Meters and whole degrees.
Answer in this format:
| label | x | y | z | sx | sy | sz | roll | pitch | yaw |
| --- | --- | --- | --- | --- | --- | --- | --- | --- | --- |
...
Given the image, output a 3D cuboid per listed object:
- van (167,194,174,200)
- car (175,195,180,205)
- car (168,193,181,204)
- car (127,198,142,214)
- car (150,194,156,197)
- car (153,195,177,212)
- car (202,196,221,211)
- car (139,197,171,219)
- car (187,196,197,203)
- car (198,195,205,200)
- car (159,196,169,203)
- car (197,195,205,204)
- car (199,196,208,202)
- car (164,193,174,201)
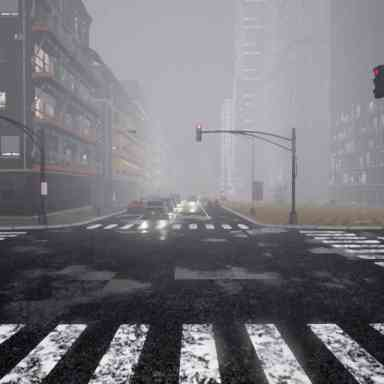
| label | x | y | z | sx | sy | sz | roll | pitch | yaw |
| --- | --- | --- | --- | --- | --- | --- | --- | --- | --- |
| van | -5.821 | 1.350 | 91.809 | 1.690 | 1.788 | 3.998 | -1 | 0 | 0 |
| car | -3.152 | 1.522 | 48.723 | 1.812 | 1.442 | 4.674 | 0 | 0 | 0 |
| car | -3.115 | 1.220 | 59.280 | 2.150 | 2.045 | 5.566 | 0 | 0 | 1 |
| car | -5.746 | 1.540 | 35.320 | 1.887 | 1.381 | 4.507 | -1 | 0 | 0 |
| car | -5.755 | 1.436 | 40.969 | 1.967 | 1.590 | 4.097 | -1 | 0 | 0 |
| car | -3.145 | 1.473 | 38.840 | 1.882 | 1.535 | 5.008 | 0 | 0 | 0 |
| car | 2.594 | 1.540 | 41.038 | 1.887 | 1.381 | 4.507 | -1 | 0 | 0 |
| car | -3.136 | 1.501 | 29.293 | 1.837 | 1.490 | 4.892 | 0 | 0 | 0 |
| car | 0.012 | 1.479 | 69.752 | 1.882 | 1.535 | 5.008 | 0 | 0 | 0 |
| car | 2.528 | 1.534 | 92.049 | 1.752 | 1.417 | 4.829 | -1 | 0 | 0 |
| car | -5.789 | 1.583 | 69.215 | 1.802 | 1.307 | 4.206 | -1 | 0 | 0 |
| car | 2.565 | 1.551 | 63.633 | 2.008 | 1.369 | 4.403 | -1 | 0 | 0 |
| car | 2.551 | 1.548 | 74.931 | 1.887 | 1.381 | 4.507 | -1 | 0 | 0 |
| car | -5.815 | 1.322 | 86.161 | 2.192 | 1.841 | 5.009 | -1 | 0 | 0 |
